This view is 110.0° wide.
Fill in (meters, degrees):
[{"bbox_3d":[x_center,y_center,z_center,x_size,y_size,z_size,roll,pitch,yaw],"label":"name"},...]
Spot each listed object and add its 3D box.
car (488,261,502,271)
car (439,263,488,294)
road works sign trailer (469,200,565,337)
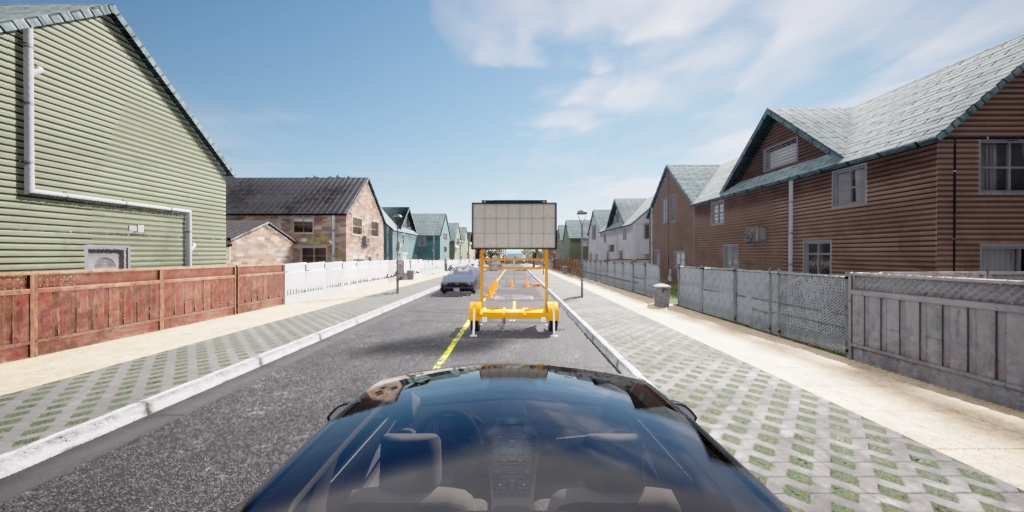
[{"bbox_3d":[-2.435,1.376,51.444,2.128,1.511,4.902,0,0,0],"label":"car"},{"bbox_3d":[-2.730,1.309,20.420,2.033,1.411,5.357,0,0,0],"label":"car"},{"bbox_3d":[0.063,0.215,10.276,2.380,3.560,2.880,0,0,1],"label":"road works sign trailer"}]
